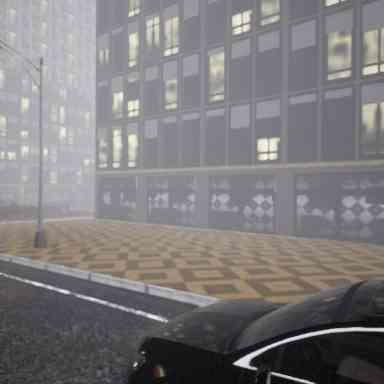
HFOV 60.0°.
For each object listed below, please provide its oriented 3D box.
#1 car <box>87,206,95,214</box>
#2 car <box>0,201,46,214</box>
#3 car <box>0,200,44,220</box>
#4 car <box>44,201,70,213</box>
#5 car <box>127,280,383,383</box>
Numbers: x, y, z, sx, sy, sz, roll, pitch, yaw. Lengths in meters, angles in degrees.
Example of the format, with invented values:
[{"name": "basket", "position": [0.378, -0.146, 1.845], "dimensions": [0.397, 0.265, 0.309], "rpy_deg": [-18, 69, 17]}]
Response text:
[{"name": "car", "position": [-10.534, 2.016, 40.943], "dimensions": [1.752, 1.417, 4.829], "rpy_deg": [0, 0, 36]}, {"name": "car", "position": [-20.830, 1.879, 41.089], "dimensions": [1.752, 1.417, 4.829], "rpy_deg": [0, 0, 36]}, {"name": "car", "position": [-17.317, 1.707, 31.721], "dimensions": [2.192, 1.841, 5.009], "rpy_deg": [0, 0, 36]}, {"name": "car", "position": [-17.623, 1.874, 41.061], "dimensions": [1.882, 1.535, 5.008], "rpy_deg": [1, 0, 36]}, {"name": "car", "position": [1.615, 1.500, 2.534], "dimensions": [4.892, 1.490, 1.837], "rpy_deg": [-2, -1, 35]}]
